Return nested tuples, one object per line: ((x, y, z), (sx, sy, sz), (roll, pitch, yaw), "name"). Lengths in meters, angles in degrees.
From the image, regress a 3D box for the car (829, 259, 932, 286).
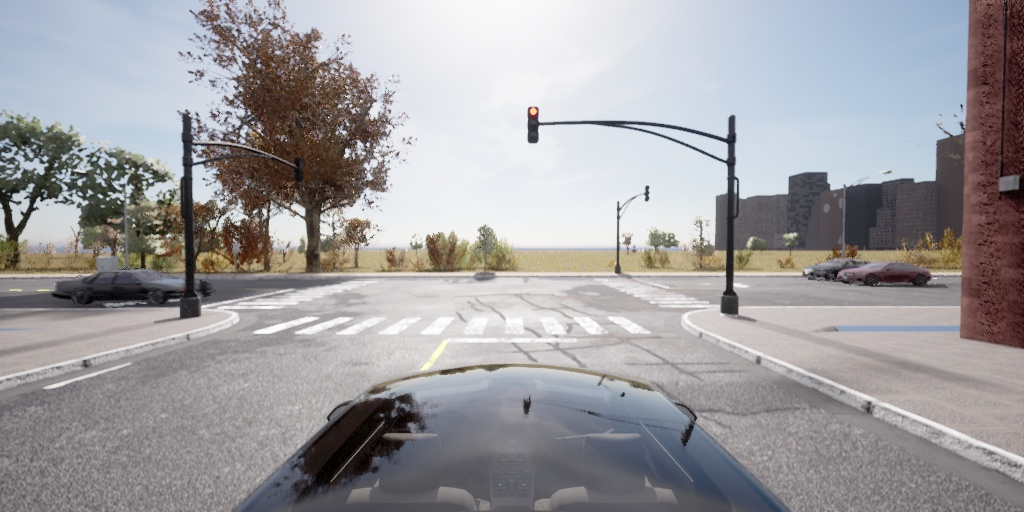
((22.828, 1.056, 22.036), (4.674, 1.442, 1.812), (0, 1, 1), "car")

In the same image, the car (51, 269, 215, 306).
((-16.042, 1.280, 15.313), (5.357, 1.411, 2.033), (0, 1, -1), "car")

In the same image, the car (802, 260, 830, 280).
((23.339, 0.950, 25.277), (4.902, 1.511, 2.128), (0, 1, 1), "car")
